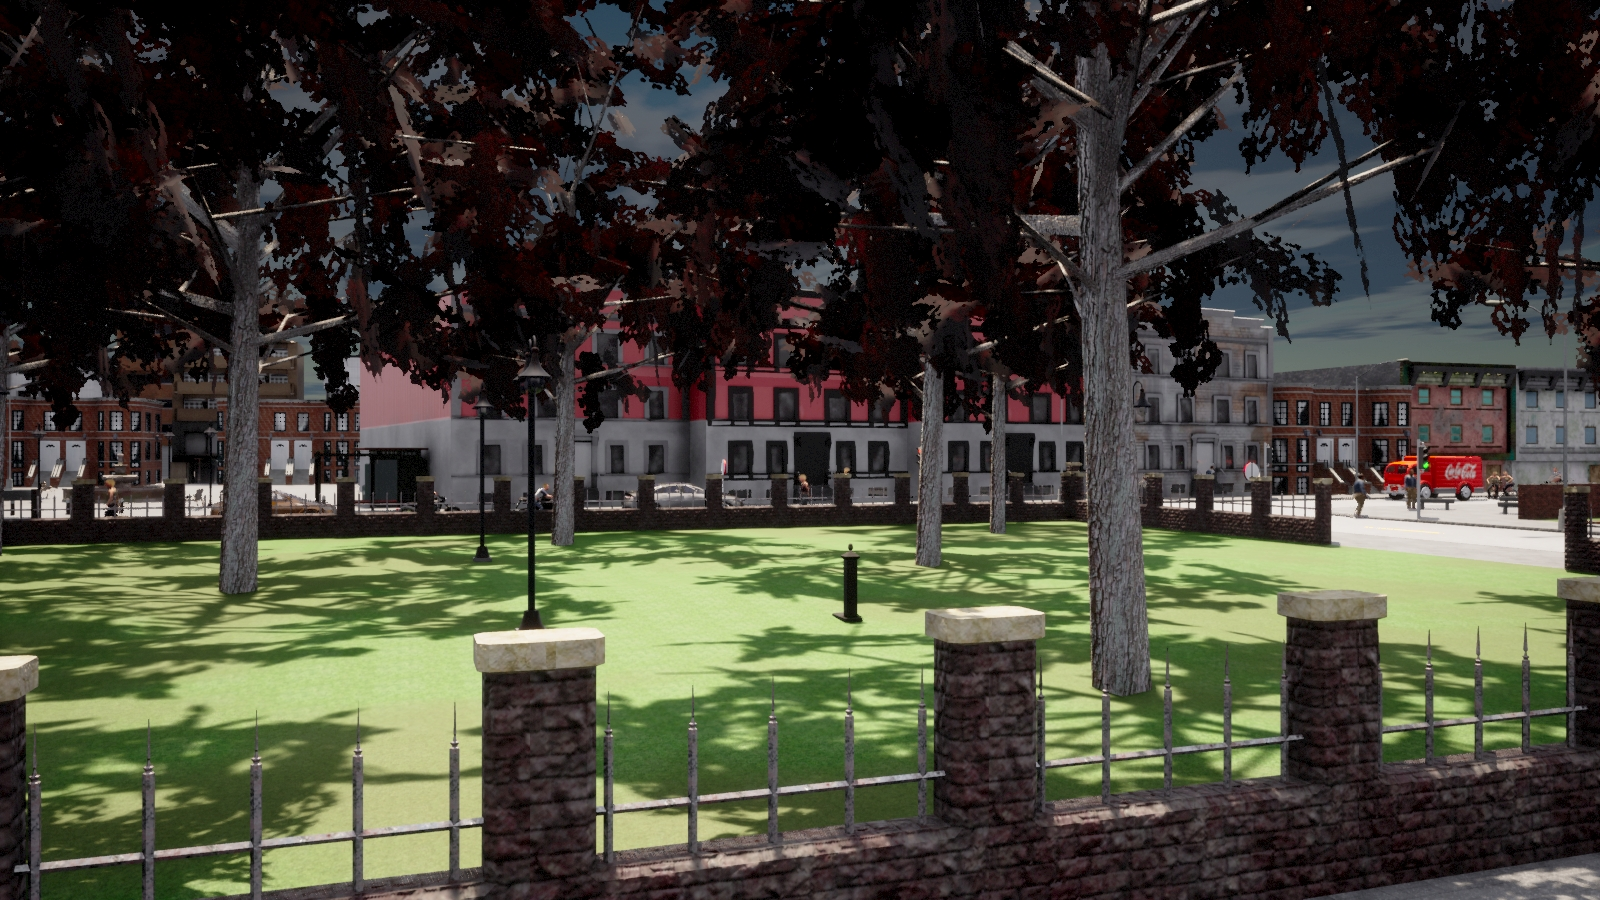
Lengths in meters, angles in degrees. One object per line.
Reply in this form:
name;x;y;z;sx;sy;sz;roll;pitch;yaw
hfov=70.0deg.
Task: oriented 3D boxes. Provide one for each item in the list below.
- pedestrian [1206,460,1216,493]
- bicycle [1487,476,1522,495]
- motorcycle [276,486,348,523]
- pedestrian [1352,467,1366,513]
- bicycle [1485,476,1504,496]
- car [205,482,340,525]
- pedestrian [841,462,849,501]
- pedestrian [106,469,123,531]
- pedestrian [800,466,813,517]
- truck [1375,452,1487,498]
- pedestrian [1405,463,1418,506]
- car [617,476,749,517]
pedestrian;23.274;1.523;64.754;0.375;1.860;0.375;0;0;-19
bicycle;40.458;2.036;65.608;1.487;1.080;0.859;0;0;1
motorcycle;-17.611;1.950;41.298;2.356;1.277;0.764;0;0;-19
pedestrian;22.704;1.629;46.431;0.375;1.860;0.375;0;0;-5
bicycle;39.299;2.036;64.656;0.859;1.080;1.487;0;0;35
car;-18.777;1.898;40.895;4.181;1.385;1.994;0;0;-18
pedestrian;2.189;1.524;55.323;0.375;1.860;0.375;0;0;4
pedestrian;-21.010;1.523;35.040;0.375;1.860;0.375;0;0;-19
pedestrian;0.231;1.525;42.316;0.375;1.860;0.375;0;0;-19
truck;35.004;1.348;63.458;5.204;2.467;2.627;0;0;-19
pedestrian;26.965;1.517;50.349;0.375;1.860;0.375;0;0;1
car;-4.677;1.827;45.707;4.902;1.511;2.128;0;0;-19
